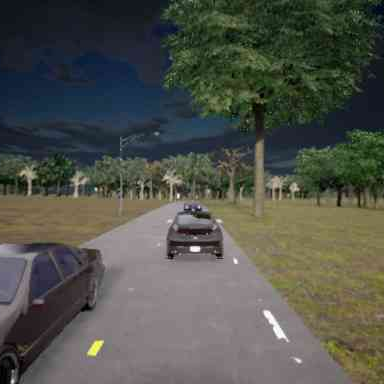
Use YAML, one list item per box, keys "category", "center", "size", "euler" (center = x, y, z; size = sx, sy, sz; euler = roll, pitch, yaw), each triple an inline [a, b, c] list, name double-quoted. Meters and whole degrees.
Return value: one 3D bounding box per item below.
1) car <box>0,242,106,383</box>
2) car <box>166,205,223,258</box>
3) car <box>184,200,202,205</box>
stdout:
- category: "car"
  center: [-2.750, 1.522, 4.934]
  size: [2.033, 1.411, 5.357]
  euler: [0, 0, 0]
- category: "car"
  center: [0.098, 1.454, 12.428]
  size: [1.837, 1.490, 4.892]
  euler: [0, 0, 0]
- category: "car"
  center: [0.102, 1.526, 34.890]
  size: [1.895, 1.301, 4.718]
  euler: [0, 0, 0]
